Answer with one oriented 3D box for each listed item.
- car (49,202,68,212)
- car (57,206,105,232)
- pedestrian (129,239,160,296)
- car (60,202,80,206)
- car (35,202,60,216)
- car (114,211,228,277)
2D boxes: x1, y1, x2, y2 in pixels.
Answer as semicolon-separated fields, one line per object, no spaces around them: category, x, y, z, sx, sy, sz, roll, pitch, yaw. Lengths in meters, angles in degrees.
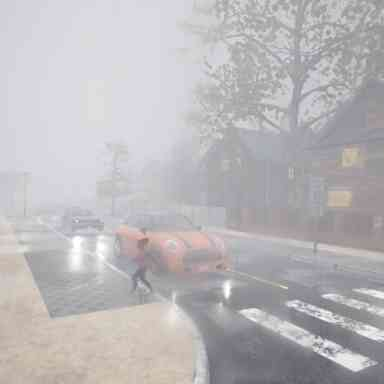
car;-19.258;2.144;47.859;1.895;1.301;4.718;2;-2;-30
car;-7.093;1.797;21.402;1.895;1.301;4.718;2;-1;-30
pedestrian;-0.965;1.156;6.727;0.375;1.860;0.375;1;-1;-30
car;-14.235;1.972;39.369;1.812;1.442;4.674;2;-2;-30
car;-16.509;1.885;37.611;1.812;1.442;4.674;2;-2;-30
car;-0.847;1.451;10.711;2.097;1.767;4.553;2;-1;-32
